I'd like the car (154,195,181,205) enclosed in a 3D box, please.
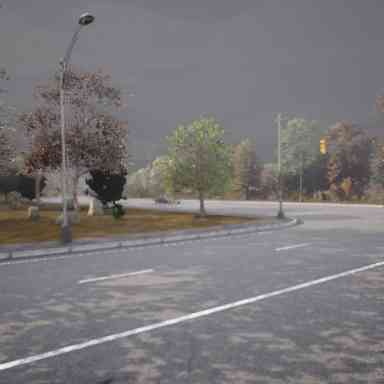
[{"bbox_3d":[-3.612,1.102,48.401,2.128,1.511,4.902,-2,1,-39],"label":"car"}]
